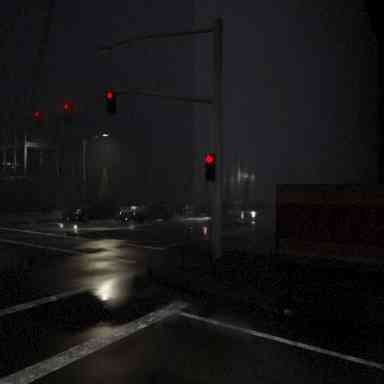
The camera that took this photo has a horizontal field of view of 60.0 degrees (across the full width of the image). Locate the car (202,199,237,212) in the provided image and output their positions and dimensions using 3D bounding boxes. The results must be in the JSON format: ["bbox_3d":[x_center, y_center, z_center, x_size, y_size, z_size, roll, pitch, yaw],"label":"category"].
[{"bbox_3d":[3.529,1.603,41.776,2.033,1.411,5.357,0,0,35],"label":"car"}]

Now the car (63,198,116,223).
[{"bbox_3d":[-7.744,1.407,26.025,2.097,1.767,4.553,0,0,36],"label":"car"}]

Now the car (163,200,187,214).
[{"bbox_3d":[-2.426,1.560,33.458,1.837,1.490,4.892,0,0,36],"label":"car"}]

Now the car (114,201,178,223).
[{"bbox_3d":[-3.479,1.656,25.975,1.895,1.301,4.718,0,0,36],"label":"car"}]

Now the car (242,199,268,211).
[{"bbox_3d":[8.008,1.581,41.997,1.812,1.442,4.674,0,0,36],"label":"car"}]

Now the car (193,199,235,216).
[{"bbox_3d":[2.037,1.533,33.678,1.882,1.535,5.008,0,0,35],"label":"car"}]
